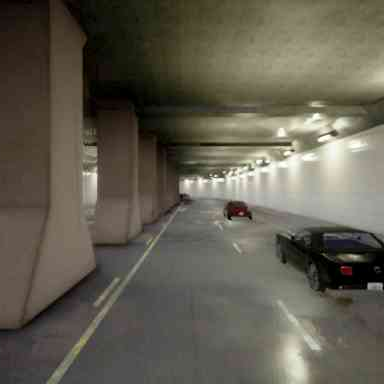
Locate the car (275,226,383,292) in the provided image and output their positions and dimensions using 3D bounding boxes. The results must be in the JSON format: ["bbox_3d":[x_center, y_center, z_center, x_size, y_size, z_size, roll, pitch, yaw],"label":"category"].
[{"bbox_3d":[3.601,1.557,8.747,1.895,1.301,4.718,0,0,0],"label":"car"}]

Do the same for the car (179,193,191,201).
[{"bbox_3d":[-1.314,1.176,71.999,1.812,1.442,4.674,0,0,-3],"label":"car"}]

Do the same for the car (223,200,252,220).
[{"bbox_3d":[3.590,1.396,26.524,1.812,1.442,4.674,0,0,0],"label":"car"}]

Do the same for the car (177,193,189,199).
[{"bbox_3d":[-2.468,1.026,89.002,2.128,1.511,4.902,0,0,-16],"label":"car"}]
